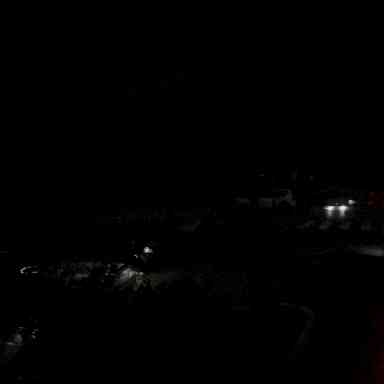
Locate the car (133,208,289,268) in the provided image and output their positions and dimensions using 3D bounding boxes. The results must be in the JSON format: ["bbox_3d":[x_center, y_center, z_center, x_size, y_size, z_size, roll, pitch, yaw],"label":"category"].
[{"bbox_3d":[0.678,1.525,11.445,5.357,1.411,2.033,-2,1,-25],"label":"car"}]

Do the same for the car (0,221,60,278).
[{"bbox_3d":[-5.642,1.673,7.870,5.008,1.535,1.882,-2,1,0],"label":"car"}]

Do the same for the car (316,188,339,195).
[{"bbox_3d":[32.583,-0.164,79.940,4.674,1.452,2.002,-2,0,7],"label":"car"}]

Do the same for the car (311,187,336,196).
[{"bbox_3d":[28.410,-0.144,71.949,4.553,1.767,2.185,-2,0,7],"label":"car"}]

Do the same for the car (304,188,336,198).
[{"bbox_3d":[24.483,0.163,63.929,5.366,1.575,1.946,-2,0,7],"label":"car"}]

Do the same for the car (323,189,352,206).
[{"bbox_3d":[16.158,0.782,36.759,2.033,1.411,5.357,-1,1,27],"label":"car"}]

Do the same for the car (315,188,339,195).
[{"bbox_3d":[31.236,-0.115,77.269,4.792,1.488,2.163,-2,0,7],"label":"car"}]

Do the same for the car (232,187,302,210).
[{"bbox_3d":[6.334,0.829,29.266,5.566,2.045,2.435,-2,1,7],"label":"car"}]

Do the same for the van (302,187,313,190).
[{"bbox_3d":[11.740,0.574,39.968,4.442,1.987,1.878,-2,1,7],"label":"van"}]

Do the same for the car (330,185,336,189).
[{"bbox_3d":[21.551,0.054,58.620,5.566,2.045,2.435,-2,0,7],"label":"car"}]

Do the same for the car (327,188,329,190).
[{"bbox_3d":[18.792,0.316,53.280,4.553,1.767,2.185,-2,1,7],"label":"car"}]

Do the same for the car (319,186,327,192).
[{"bbox_3d":[17.411,0.385,50.617,4.553,1.767,2.185,-2,1,7],"label":"car"}]

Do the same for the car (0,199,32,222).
[{"bbox_3d":[-12.511,1.451,20.999,2.435,2.045,5.566,-2,0,6],"label":"car"}]

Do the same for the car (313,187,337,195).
[{"bbox_3d":[29.790,-0.206,74.614,4.553,1.767,2.185,-2,0,7],"label":"car"}]

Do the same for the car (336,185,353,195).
[{"bbox_3d":[23.692,0.047,51.171,1.882,1.535,5.008,-1,1,27],"label":"car"}]

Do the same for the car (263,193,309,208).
[{"bbox_3d":[10.486,0.906,37.294,4.674,1.452,2.002,-2,0,7],"label":"car"}]

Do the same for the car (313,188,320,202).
[{"bbox_3d":[13.248,0.724,42.621,5.008,1.535,2.097,-2,1,7],"label":"car"}]

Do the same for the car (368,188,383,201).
[{"bbox_3d":[25.729,0.211,46.145,2.097,1.767,4.553,-1,1,27],"label":"car"}]

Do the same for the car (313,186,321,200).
[{"bbox_3d":[14.586,0.528,45.306,4.553,1.767,2.185,-2,0,7],"label":"car"}]

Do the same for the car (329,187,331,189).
[{"bbox_3d":[20.179,0.403,55.960,4.792,1.488,2.163,-2,0,7],"label":"car"}]

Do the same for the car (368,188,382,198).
[{"bbox_3d":[30.737,0.115,55.967,1.837,1.490,4.892,-1,1,27],"label":"car"}]

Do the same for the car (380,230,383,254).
[{"bbox_3d":[5.850,1.447,8.298,1.812,1.442,4.674,-1,1,29],"label":"car"}]

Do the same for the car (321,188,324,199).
[{"bbox_3d":[16.003,0.622,47.963,4.674,1.452,2.002,-2,0,7],"label":"car"}]

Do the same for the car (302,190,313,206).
[{"bbox_3d":[9.300,0.927,34.596,5.366,1.575,1.946,-2,0,7],"label":"car"}]

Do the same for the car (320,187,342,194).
[{"bbox_3d":[36.698,-0.382,87.941,4.892,1.521,2.231,-2,0,7],"label":"car"}]
